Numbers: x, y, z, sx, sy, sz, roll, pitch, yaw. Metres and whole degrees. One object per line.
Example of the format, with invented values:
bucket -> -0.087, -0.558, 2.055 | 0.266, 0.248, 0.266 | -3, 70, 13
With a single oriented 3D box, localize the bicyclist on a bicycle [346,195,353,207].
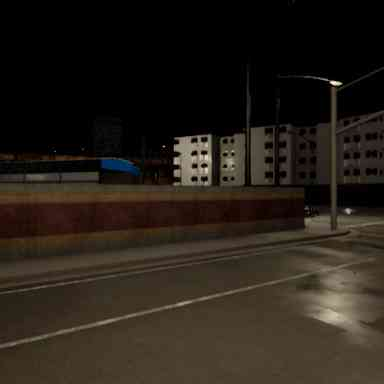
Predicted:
bicyclist on a bicycle -> 22.124, 1.289, 46.649 | 1.656, 1.620, 0.582 | 0, 0, -35

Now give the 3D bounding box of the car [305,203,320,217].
car -> 9.214, 1.347, 30.054 | 2.097, 1.767, 4.553 | 0, 0, -35
